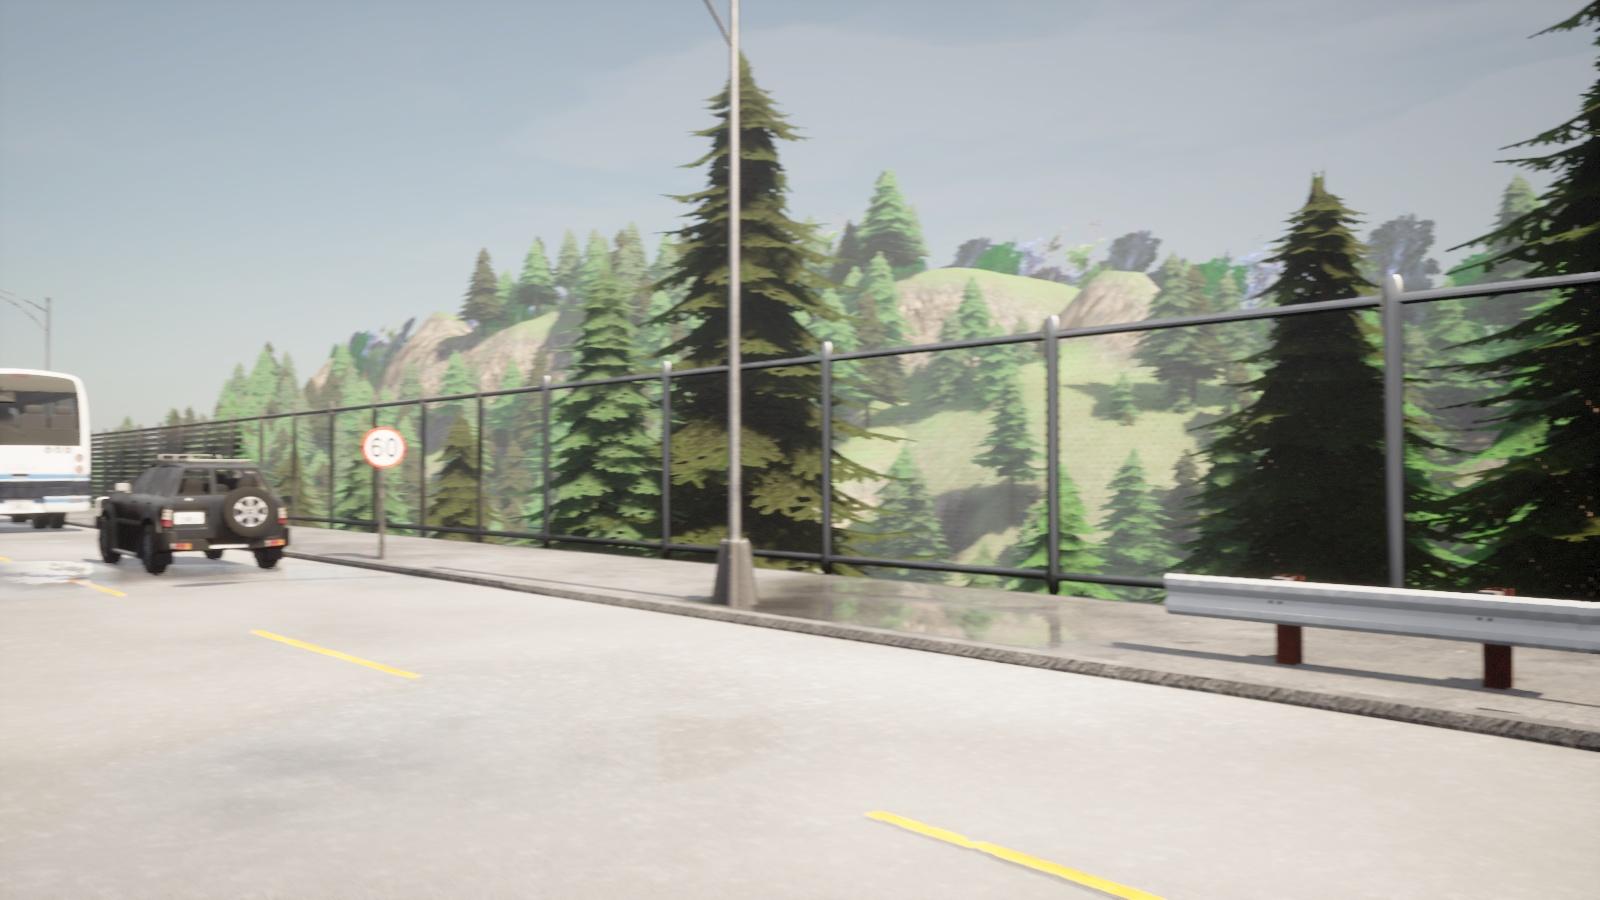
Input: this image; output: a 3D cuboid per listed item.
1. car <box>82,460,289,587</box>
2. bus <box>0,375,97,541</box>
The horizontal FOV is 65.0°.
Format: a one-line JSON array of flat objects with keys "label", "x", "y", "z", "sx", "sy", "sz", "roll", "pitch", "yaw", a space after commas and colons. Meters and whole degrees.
[{"label": "car", "x": -10.218, "y": 1.091, "z": 20.701, "sx": 1.932, "sy": 1.855, "sz": 4.605, "roll": 0, "pitch": -1, "yaw": -41}, {"label": "bus", "x": -23.662, "y": 0.295, "z": 36.158, "sx": 3.944, "sy": 4.253, "sz": 10.273, "roll": 0, "pitch": -1, "yaw": -41}]
